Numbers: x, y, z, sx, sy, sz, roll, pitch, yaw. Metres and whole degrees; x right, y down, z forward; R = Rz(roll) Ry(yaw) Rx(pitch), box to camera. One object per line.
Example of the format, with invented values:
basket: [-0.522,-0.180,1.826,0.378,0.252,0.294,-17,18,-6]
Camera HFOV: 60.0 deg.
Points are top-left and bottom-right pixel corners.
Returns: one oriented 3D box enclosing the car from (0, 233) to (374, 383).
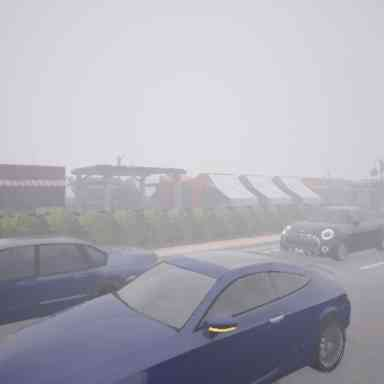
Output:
car: [0.171,1.525,4.085,4.674,1.442,1.812,0,0,-37]

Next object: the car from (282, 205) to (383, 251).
car: [5.344,1.349,12.328,4.553,1.767,2.097,0,0,-37]

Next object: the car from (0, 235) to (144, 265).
car: [-3.114,1.548,6.045,5.357,1.411,2.033,0,0,-37]
